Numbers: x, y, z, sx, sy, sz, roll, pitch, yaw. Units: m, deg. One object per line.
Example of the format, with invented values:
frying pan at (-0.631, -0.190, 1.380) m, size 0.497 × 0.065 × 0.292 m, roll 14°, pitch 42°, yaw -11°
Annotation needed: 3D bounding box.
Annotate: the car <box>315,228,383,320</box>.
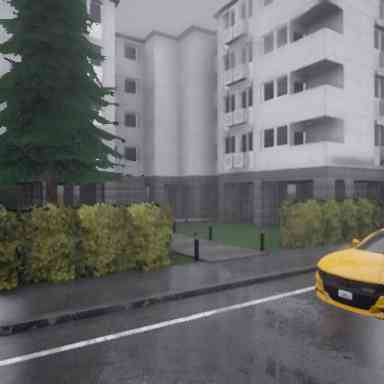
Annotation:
car at (4.682, 1.445, 6.903) m, size 5.008 × 1.535 × 1.882 m, roll 0°, pitch 0°, yaw -32°
